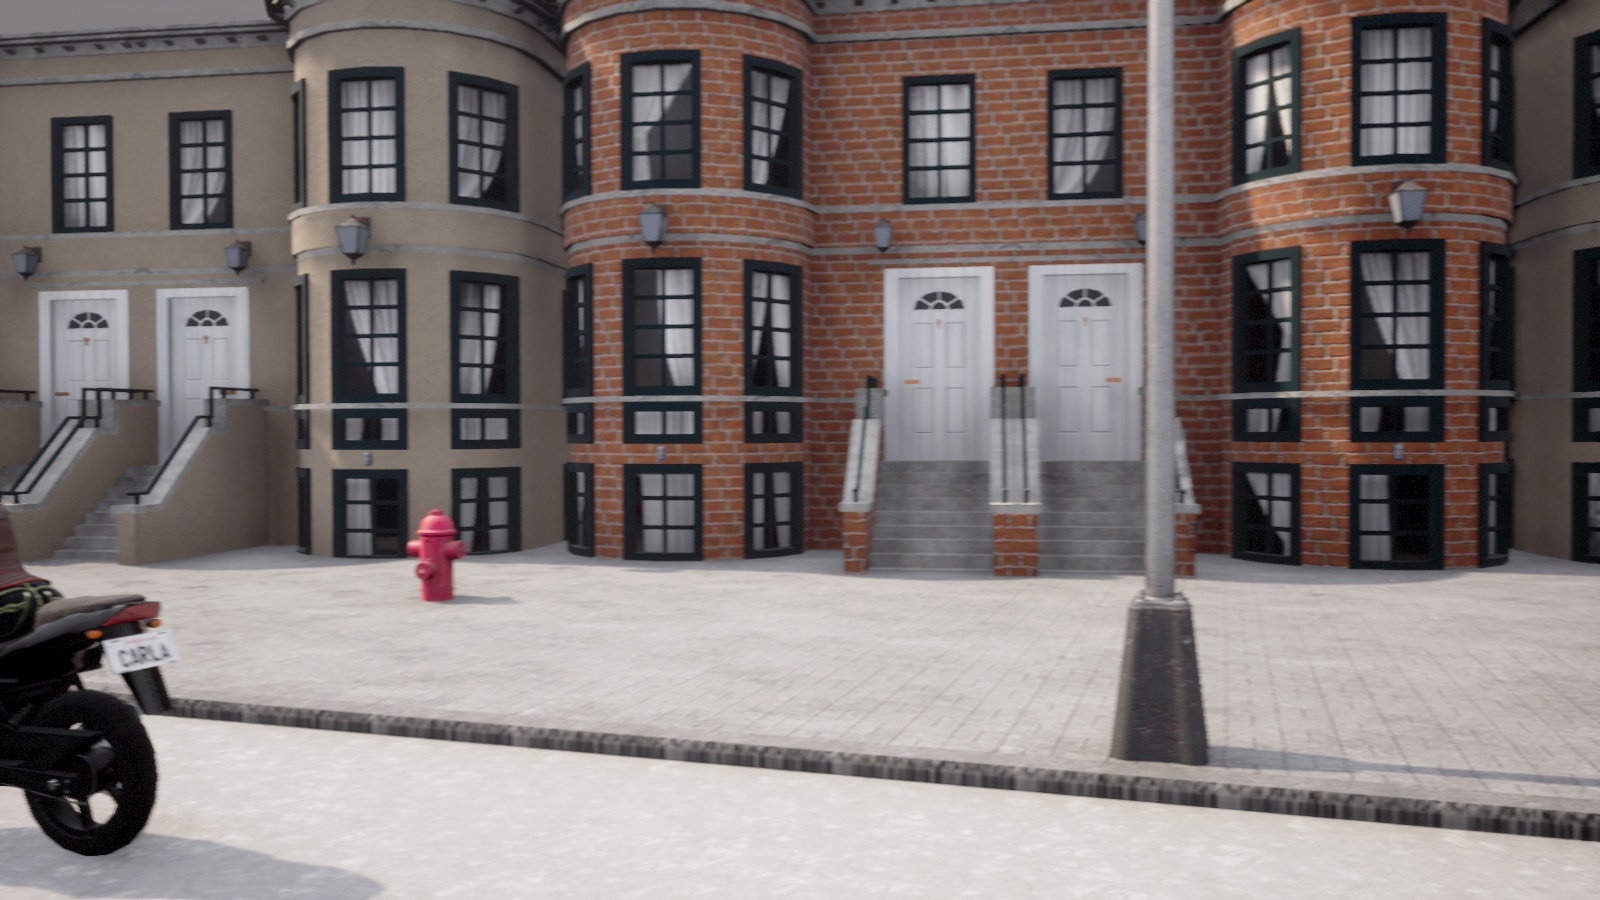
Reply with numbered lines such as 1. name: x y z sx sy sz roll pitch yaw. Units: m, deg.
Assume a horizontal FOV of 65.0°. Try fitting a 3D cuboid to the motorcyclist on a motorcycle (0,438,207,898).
1. motorcyclist on a motorcycle: -3.427 0.718 4.874 2.044 1.523 0.797 1 1 19
